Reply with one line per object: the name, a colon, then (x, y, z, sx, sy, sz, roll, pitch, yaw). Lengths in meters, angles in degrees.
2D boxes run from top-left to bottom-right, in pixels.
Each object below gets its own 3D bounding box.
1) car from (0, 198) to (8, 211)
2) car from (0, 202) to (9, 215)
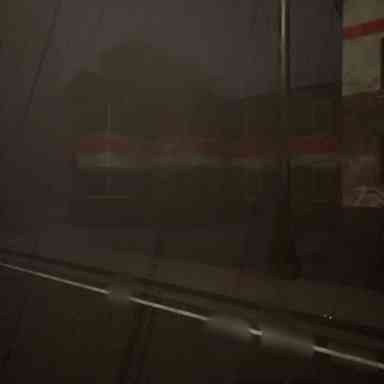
car: (-18.806, 1.155, 29.343, 1.853, 1.218, 4.536, 0, 0, 15)
car: (-18.820, 1.313, 29.294, 2.038, 1.542, 4.974, 0, 0, 15)
